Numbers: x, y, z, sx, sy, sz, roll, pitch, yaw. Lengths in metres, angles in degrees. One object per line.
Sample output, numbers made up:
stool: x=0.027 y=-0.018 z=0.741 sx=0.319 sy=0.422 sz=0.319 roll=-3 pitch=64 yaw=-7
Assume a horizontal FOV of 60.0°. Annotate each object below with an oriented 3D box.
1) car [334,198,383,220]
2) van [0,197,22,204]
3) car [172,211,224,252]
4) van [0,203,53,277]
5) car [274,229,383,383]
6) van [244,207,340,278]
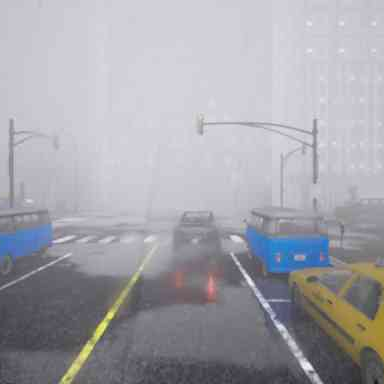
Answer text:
car: x=15.179 y=1.487 z=29.414 sx=5.009 sy=1.841 sz=2.192 roll=0 pitch=0 yaw=0
van: x=-17.211 y=1.349 z=29.542 sx=3.998 sy=1.788 sz=1.690 roll=0 pitch=0 yaw=0
car: x=0.317 y=1.566 z=14.276 sx=2.128 sy=1.511 sz=4.902 roll=0 pitch=-1 yaw=5
van: x=-5.723 y=1.390 z=10.070 sx=1.690 sy=1.788 sz=3.998 roll=-1 pitch=0 yaw=0
car: x=2.671 y=1.548 z=4.626 sx=1.752 sy=1.417 sz=4.829 roll=-1 pitch=0 yaw=0
van: x=2.658 y=1.390 z=10.058 sx=1.690 sy=1.788 sz=3.998 roll=-1 pitch=0 yaw=0
